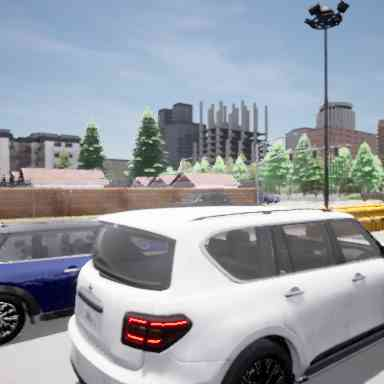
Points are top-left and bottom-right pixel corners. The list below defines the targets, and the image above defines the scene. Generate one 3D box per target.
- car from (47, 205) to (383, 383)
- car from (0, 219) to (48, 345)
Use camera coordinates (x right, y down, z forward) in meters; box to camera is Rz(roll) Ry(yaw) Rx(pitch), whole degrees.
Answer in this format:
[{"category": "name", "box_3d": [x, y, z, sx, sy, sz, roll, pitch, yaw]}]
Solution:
[{"category": "car", "box_3d": [1.238, 1.200, 4.629, 5.566, 2.045, 2.150, -1, 0, -35]}, {"category": "car", "box_3d": [-2.084, 1.339, 6.559, 4.553, 1.767, 2.097, 0, 0, -35]}]
